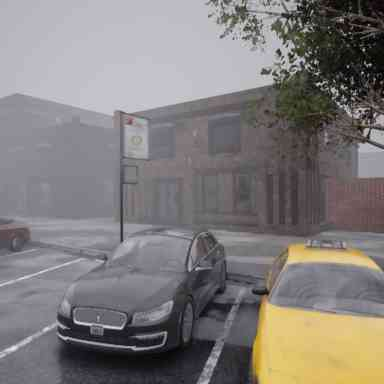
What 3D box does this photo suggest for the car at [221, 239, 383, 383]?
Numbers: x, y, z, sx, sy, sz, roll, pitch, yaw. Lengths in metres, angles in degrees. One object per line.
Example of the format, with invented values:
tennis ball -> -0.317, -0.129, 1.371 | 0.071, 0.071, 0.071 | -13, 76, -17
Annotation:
car -> 1.863, 1.480, 4.543 | 1.946, 1.575, 5.366 | 1, -1, 16

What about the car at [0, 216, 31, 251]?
car -> -7.839, 1.527, 11.717 | 2.002, 1.452, 4.674 | 1, -1, 16

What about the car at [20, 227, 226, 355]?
car -> -0.523, 1.487, 6.474 | 2.231, 1.521, 4.892 | 1, -1, 16
